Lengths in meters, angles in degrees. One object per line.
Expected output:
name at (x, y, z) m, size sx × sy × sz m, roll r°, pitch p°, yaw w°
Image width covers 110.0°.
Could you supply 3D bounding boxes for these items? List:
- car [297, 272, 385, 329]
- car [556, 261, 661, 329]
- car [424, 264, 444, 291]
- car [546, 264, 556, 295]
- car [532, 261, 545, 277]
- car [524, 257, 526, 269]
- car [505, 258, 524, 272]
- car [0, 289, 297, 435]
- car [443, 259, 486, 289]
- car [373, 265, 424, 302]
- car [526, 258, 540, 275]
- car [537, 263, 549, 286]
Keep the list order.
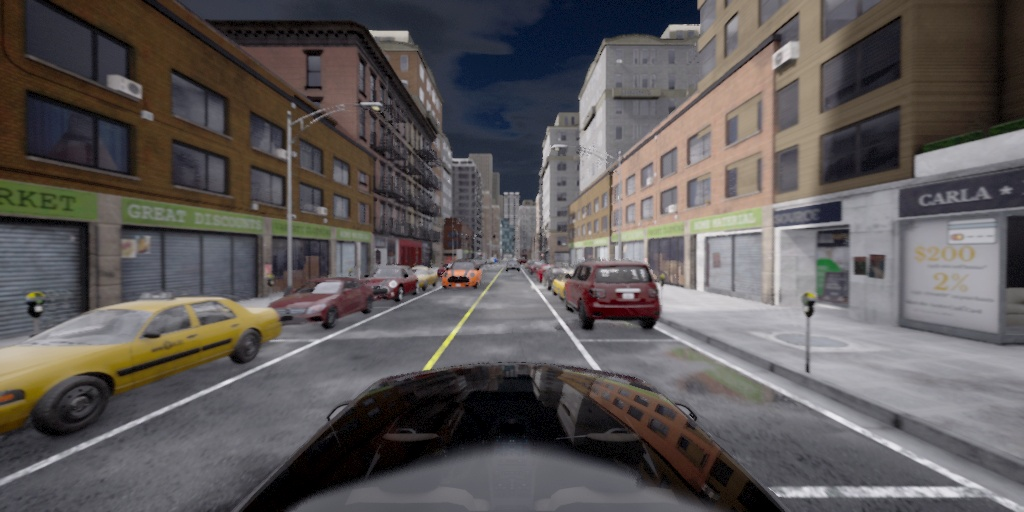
car at (-5.674, 1.329, 11.155) m, size 1.802 × 1.307 × 4.207 m, roll 0°, pitch 0°, yaw 0°
car at (2.852, 1.062, 11.160) m, size 2.192 × 1.841 × 5.009 m, roll 0°, pitch 0°, yaw 0°
car at (-5.680, 1.275, 21.977) m, size 1.751 × 1.417 × 4.829 m, roll 0°, pitch 0°, yaw 0°
car at (2.848, 1.273, 16.826) m, size 1.751 × 1.417 × 4.829 m, roll 0°, pitch 0°, yaw 0°
car at (2.842, 1.299, 27.649) m, size 1.888 × 1.381 × 4.507 m, roll 0°, pitch 0°, yaw 0°
car at (2.832, 1.213, 44.140) m, size 1.967 × 1.591 × 4.097 m, roll 0°, pitch 0°, yaw 0°
car at (0.089, 1.326, 47.399) m, size 2.033 × 1.411 × 5.357 m, roll 0°, pitch 0°, yaw -1°
car at (-5.671, 1.273, 5.488) m, size 1.751 × 1.417 × 4.829 m, roll 0°, pitch 0°, yaw 0°
car at (-3.092, 1.102, 22.970) m, size 2.097 × 1.767 × 4.553 m, roll 0°, pitch 0°, yaw 0°
car at (-5.678, 1.187, 16.651) m, size 1.967 × 1.591 × 4.097 m, roll 0°, pitch 0°, yaw 0°
car at (2.835, 1.206, 38.643) m, size 1.967 × 1.591 × 4.097 m, roll 0°, pitch 0°, yaw 0°
car at (2.845, 1.301, 22.152) m, size 2.007 × 1.370 × 4.403 m, roll 0°, pitch 0°, yaw 0°
